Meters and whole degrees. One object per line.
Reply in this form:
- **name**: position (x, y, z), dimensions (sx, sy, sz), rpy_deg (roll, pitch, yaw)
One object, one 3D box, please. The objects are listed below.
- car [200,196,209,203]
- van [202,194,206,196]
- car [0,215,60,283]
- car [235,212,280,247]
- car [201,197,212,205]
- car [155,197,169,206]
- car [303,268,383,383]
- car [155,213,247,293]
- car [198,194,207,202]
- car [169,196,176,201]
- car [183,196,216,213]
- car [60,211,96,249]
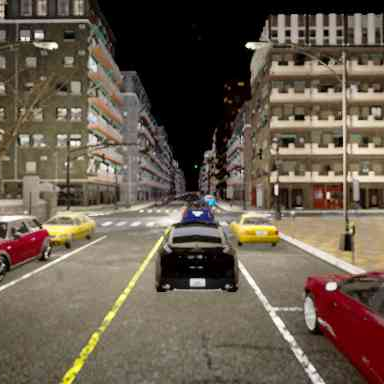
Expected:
- **car**: position (2.776, 1.740, 75.762), dimensions (2.008, 1.369, 4.403), rpy_deg (1, 0, 0)
- **van**: position (2.756, 1.487, 53.078), dimensions (1.690, 1.788, 3.998), rpy_deg (1, 0, 0)
- **car**: position (-5.671, 1.472, 9.497), dimensions (1.967, 1.590, 4.097), rpy_deg (1, 0, 0)
- **car**: position (2.714, 1.575, 15.256), dimensions (1.752, 1.417, 4.829), rpy_deg (1, 0, 0)
- **car**: position (2.764, 1.735, 64.421), dimensions (1.947, 1.339, 4.313), rpy_deg (1, 0, 0)
- **car**: position (-5.622, 1.739, 58.815), dimensions (1.802, 1.307, 4.206), rpy_deg (1, 0, 0)
- **car**: position (2.703, 1.558, 3.852), dimensions (1.887, 1.381, 4.507), rpy_deg (1, 0, 0)
- **car**: position (0.110, 1.535, 8.946), dimensions (1.837, 1.490, 4.892), rpy_deg (0, 0, 0)
- **car**: position (2.791, 1.520, 87.105), dimensions (2.192, 1.841, 5.009), rpy_deg (1, 0, 0)
- **car**: position (-5.593, 1.787, 87.170), dimensions (1.802, 1.307, 4.206), rpy_deg (1, 0, 0)
- **car**: position (0.556, 1.410, 22.757), dimensions (2.097, 1.767, 4.553), rpy_deg (0, 0, 5)
- **car**: position (-5.666, 1.574, 14.941), dimensions (1.752, 1.417, 4.829), rpy_deg (1, 0, 0)
